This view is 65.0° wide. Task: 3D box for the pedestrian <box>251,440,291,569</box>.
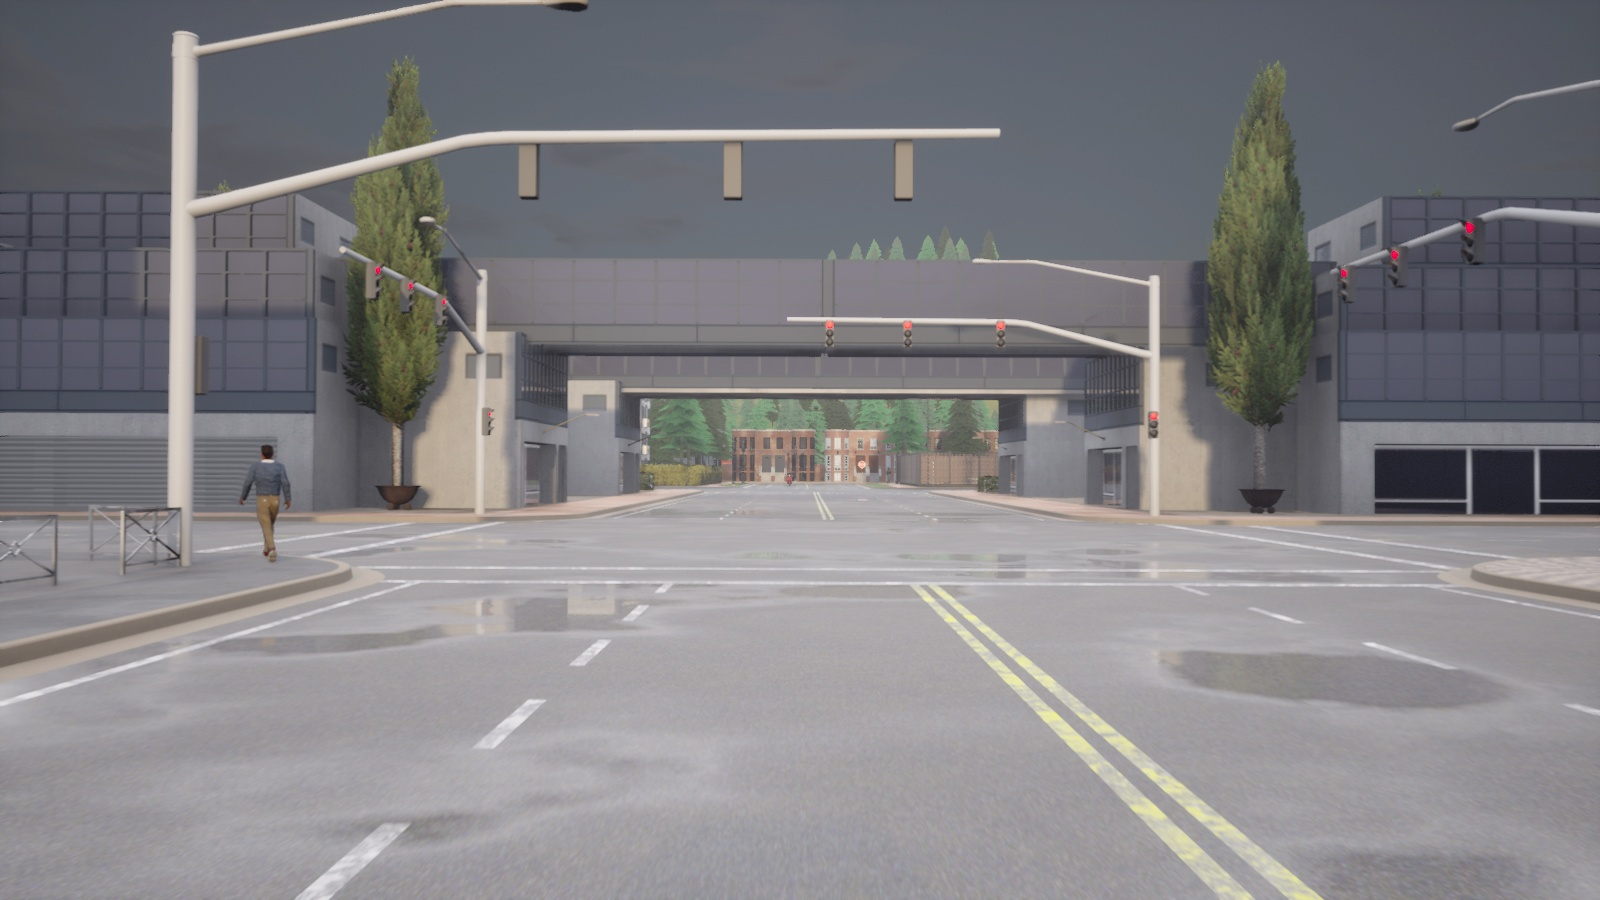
[{"bbox_3d":[-8.180,0.831,19.413,0.423,1.949,0.788,0,-1,-34],"label":"pedestrian"}]
